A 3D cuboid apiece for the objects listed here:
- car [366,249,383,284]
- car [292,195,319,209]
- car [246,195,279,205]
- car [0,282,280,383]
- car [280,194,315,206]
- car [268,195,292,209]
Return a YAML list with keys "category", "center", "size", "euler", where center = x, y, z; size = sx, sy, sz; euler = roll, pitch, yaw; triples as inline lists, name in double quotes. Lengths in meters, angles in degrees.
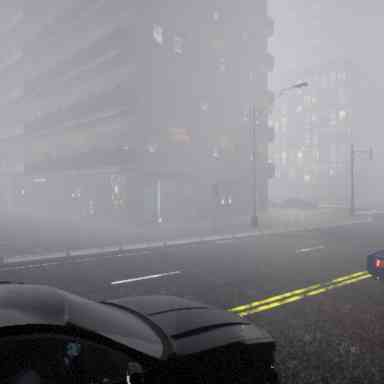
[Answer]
- category: "car"
  center: [6.304, 1.598, 8.142]
  size: [4.718, 1.301, 1.895]
  euler: [0, 0, -37]
- category: "car"
  center: [12.463, 1.255, 38.717]
  size: [4.181, 1.385, 1.994]
  euler: [1, 1, 43]
- category: "car"
  center: [10.299, 1.094, 48.728]
  size: [4.313, 1.339, 1.947]
  euler: [1, 0, 43]
- category: "car"
  center: [-1.456, 1.478, 2.441]
  size: [5.008, 1.535, 1.882]
  euler: [0, 0, -36]
- category: "car"
  center: [14.254, 1.052, 45.115]
  size: [4.097, 1.590, 1.967]
  euler: [1, 0, 43]
- category: "car"
  center: [8.684, 1.189, 38.618]
  size: [4.829, 1.417, 1.752]
  euler: [1, 0, 43]
